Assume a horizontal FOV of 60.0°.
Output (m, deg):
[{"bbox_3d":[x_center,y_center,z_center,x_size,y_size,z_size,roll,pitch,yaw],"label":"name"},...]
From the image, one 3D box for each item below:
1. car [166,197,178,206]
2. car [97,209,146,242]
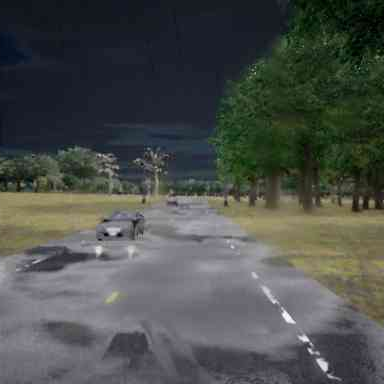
[{"bbox_3d":[-3.522,1.551,58.120,1.882,1.535,5.008,0,0,1],"label":"car"},{"bbox_3d":[-3.591,1.654,17.567,2.128,1.511,4.902,0,0,0],"label":"car"}]
